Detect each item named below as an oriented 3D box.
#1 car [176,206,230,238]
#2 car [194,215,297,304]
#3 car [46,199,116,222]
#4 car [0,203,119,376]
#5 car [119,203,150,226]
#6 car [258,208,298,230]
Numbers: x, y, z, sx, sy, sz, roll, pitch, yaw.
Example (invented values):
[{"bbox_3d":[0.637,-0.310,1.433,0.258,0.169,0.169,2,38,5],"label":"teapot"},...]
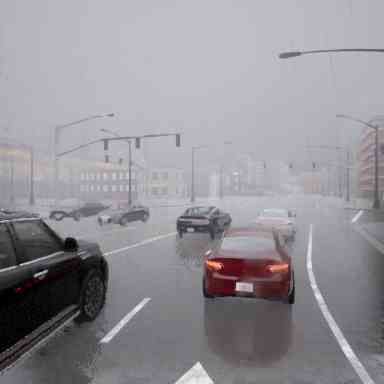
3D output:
[{"bbox_3d":[0.753,1.489,17.189,2.128,1.511,4.902,0,0,19],"label":"car"},{"bbox_3d":[1.458,1.526,8.150,1.812,1.442,4.674,0,0,13],"label":"car"},{"bbox_3d":[-7.954,1.257,24.493,2.033,1.411,5.357,0,0,20],"label":"car"},{"bbox_3d":[-2.918,1.223,4.127,2.150,2.045,5.566,0,0,6],"label":"car"},{"bbox_3d":[-4.668,1.515,23.288,2.128,1.511,4.902,0,0,20],"label":"car"},{"bbox_3d":[4.203,1.526,16.582,1.812,1.442,4.674,0,0,20],"label":"car"}]
